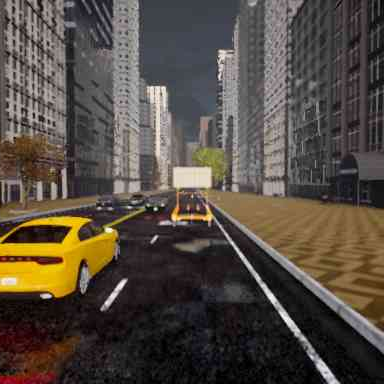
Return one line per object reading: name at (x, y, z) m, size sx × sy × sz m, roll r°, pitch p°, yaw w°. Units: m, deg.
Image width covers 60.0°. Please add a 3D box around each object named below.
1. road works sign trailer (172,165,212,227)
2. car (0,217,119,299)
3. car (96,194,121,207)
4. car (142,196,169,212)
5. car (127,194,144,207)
road works sign trailer at (0.013, 0.174, 20.255) m, size 2.380 × 3.560 × 2.880 m, roll 0°, pitch 1°, yaw 1°
car at (-3.153, 1.358, 8.228) m, size 1.882 × 1.535 × 5.008 m, roll 0°, pitch 1°, yaw 0°
car at (-9.824, 0.983, 39.522) m, size 2.033 × 1.411 × 5.357 m, roll 0°, pitch 1°, yaw 0°
car at (-3.155, 1.156, 31.074) m, size 1.895 × 1.301 × 4.718 m, roll 0°, pitch 1°, yaw 0°
car at (-6.570, 0.949, 40.322) m, size 1.812 × 1.442 × 4.674 m, roll 0°, pitch 1°, yaw 0°
